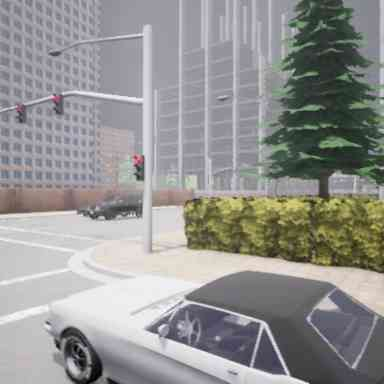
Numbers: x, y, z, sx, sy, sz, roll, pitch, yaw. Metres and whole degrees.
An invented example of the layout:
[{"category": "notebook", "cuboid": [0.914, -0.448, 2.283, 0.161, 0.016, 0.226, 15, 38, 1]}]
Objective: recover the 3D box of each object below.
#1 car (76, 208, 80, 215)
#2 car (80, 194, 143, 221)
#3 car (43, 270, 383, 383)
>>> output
[{"category": "car", "cuboid": [-7.988, 1.508, 30.882, 2.033, 1.411, 5.357, 0, 0, 35]}, {"category": "car", "cuboid": [-6.067, 1.195, 27.550, 2.150, 2.045, 5.566, 0, 0, 35]}, {"category": "car", "cuboid": [0.421, 1.594, 3.670, 4.718, 1.301, 1.895, 0, 0, 36]}]
